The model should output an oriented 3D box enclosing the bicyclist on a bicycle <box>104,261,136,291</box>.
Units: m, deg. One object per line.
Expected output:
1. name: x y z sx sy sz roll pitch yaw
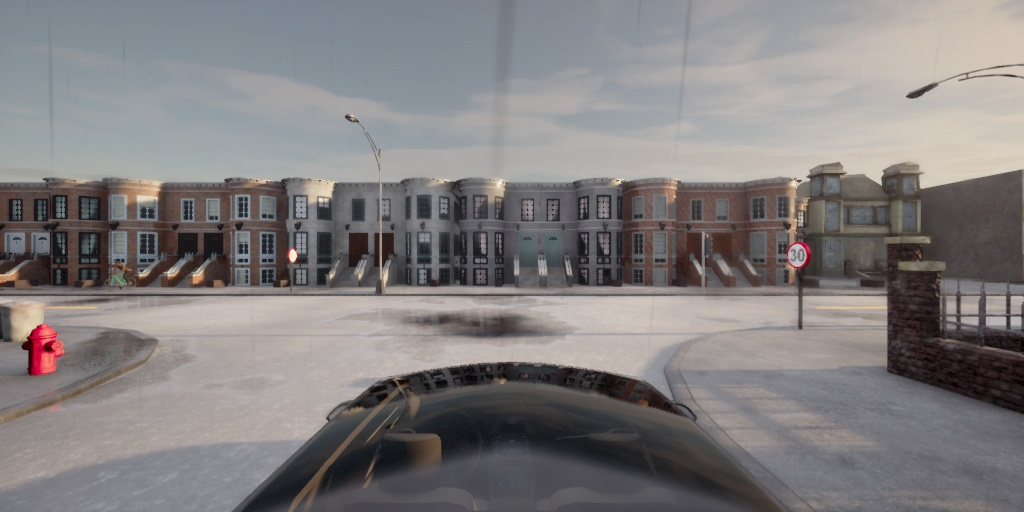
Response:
1. bicyclist on a bicycle: -21.803 1.097 19.980 0.582 1.620 1.656 0 0 0
